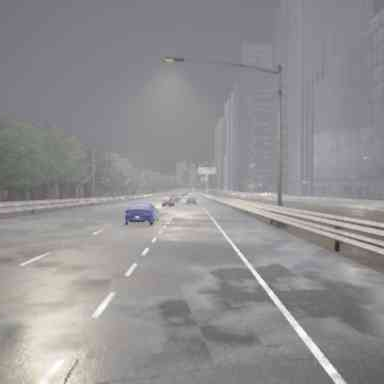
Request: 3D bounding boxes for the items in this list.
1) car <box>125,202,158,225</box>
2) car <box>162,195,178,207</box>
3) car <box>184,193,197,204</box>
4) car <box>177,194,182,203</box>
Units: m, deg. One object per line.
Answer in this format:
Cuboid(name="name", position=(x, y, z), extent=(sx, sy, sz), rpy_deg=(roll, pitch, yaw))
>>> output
Cuboid(name="car", position=(-3.533, 1.485, 23.865), extent=(1.882, 1.535, 5.008), rpy_deg=(0, 0, 0))
Cuboid(name="car", position=(-3.643, 1.636, 52.412), extent=(1.895, 1.301, 4.718), rpy_deg=(0, 0, 0))
Cuboid(name="car", position=(-0.113, 1.535, 63.940), extent=(2.128, 1.511, 4.902), rpy_deg=(0, 0, 0))
Cuboid(name="car", position=(-3.766, 1.403, 71.871), extent=(2.097, 1.767, 4.553), rpy_deg=(0, 0, 0))
